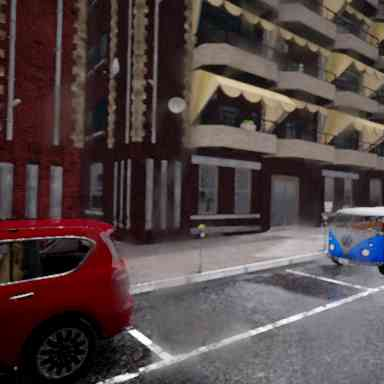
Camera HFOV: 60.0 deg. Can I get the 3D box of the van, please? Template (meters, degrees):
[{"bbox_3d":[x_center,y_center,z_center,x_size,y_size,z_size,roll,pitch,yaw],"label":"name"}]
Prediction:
[{"bbox_3d":[5.853,1.373,10.293,3.998,1.788,1.690,0,1,-36],"label":"van"}]

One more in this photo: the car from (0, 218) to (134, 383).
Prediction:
[{"bbox_3d":[-3.123,1.322,3.833,5.009,1.841,2.192,0,1,-36],"label":"car"}]
